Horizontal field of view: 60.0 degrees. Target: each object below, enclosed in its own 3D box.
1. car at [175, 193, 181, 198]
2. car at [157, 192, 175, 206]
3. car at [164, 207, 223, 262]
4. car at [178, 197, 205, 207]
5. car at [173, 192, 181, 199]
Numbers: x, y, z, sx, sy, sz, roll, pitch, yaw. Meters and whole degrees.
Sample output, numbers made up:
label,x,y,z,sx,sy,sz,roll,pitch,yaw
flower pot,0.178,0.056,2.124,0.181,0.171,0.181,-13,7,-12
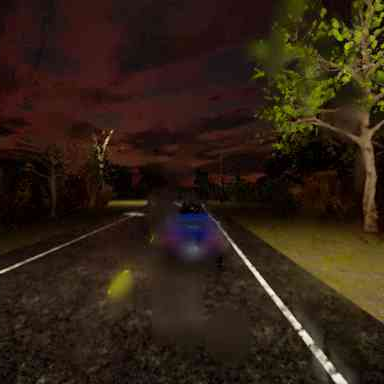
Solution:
label,x,y,z,sx,sy,sz,roll,pitch,yaw
car,-3.744,0.974,79.593,1.994,1.385,4.181,0,0,-2
car,-3.963,1.000,49.541,2.150,2.045,5.566,0,0,-3
car,0.054,1.477,11.801,1.812,1.442,4.674,0,0,0
car,-0.005,1.397,26.728,1.837,1.490,4.892,0,1,0
car,-3.895,0.915,86.989,1.882,1.535,5.008,0,0,0
